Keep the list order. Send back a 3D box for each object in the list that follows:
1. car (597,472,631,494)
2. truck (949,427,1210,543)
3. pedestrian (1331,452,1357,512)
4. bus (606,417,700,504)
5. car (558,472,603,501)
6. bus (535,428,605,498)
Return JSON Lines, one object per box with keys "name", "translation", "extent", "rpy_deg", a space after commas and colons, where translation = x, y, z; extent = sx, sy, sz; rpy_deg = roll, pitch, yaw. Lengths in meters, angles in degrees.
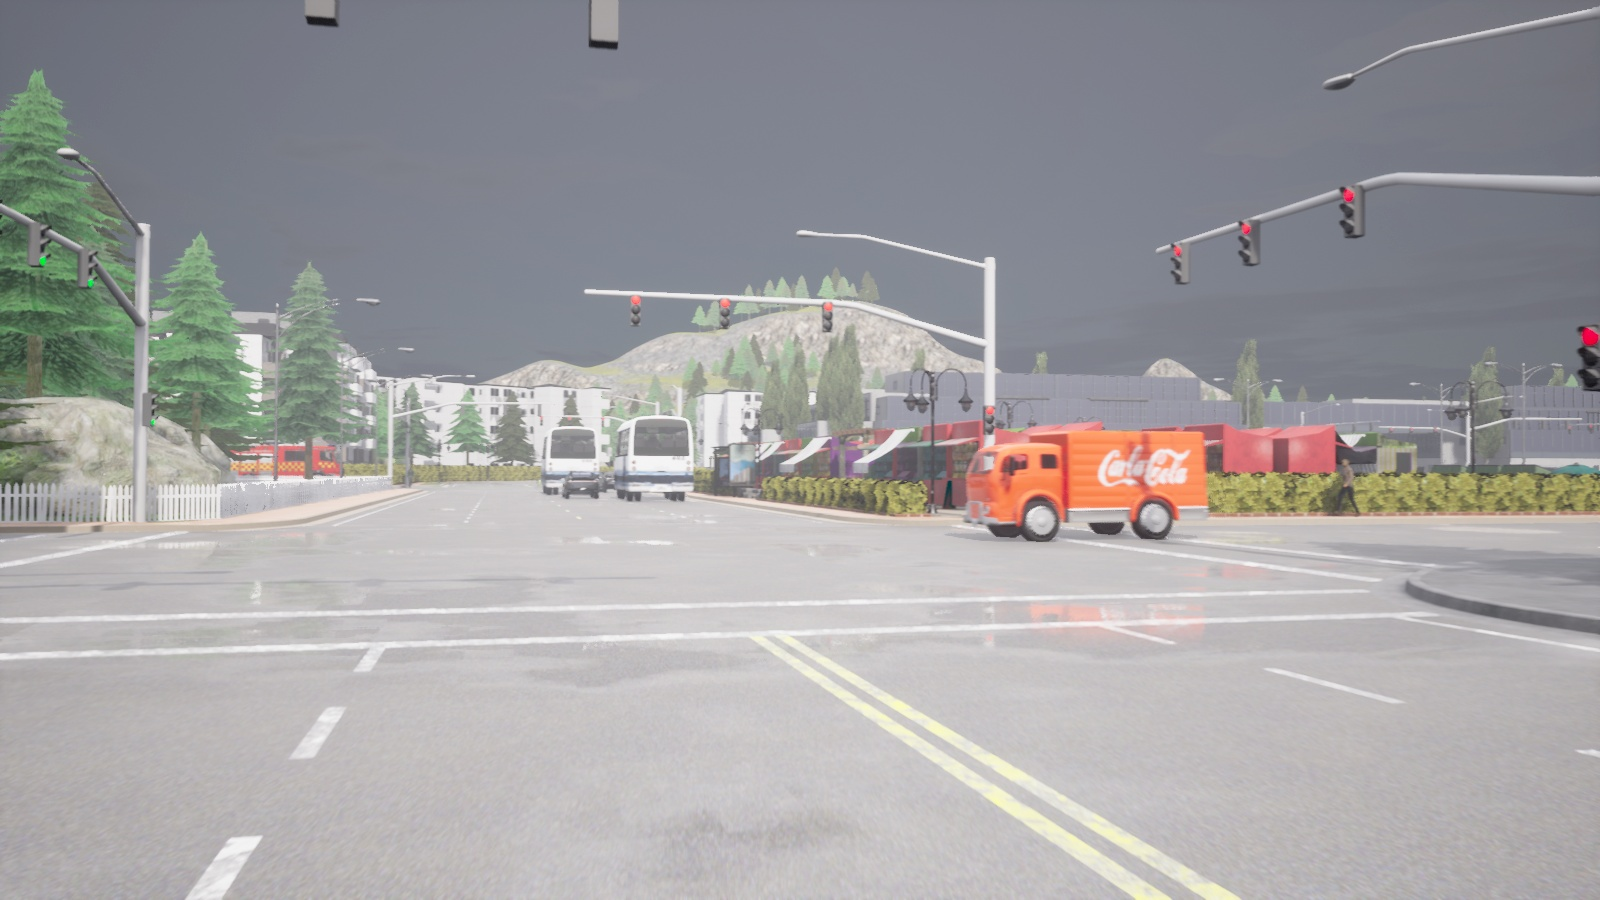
{"name": "car", "translation": [-13.170, 2.305, 88.734], "extent": [2.007, 1.525, 4.514], "rpy_deg": [0, -1, -13]}
{"name": "truck", "translation": [6.366, 0.754, 28.946], "extent": [5.204, 2.467, 2.627], "rpy_deg": [-1, -1, -14]}
{"name": "pedestrian", "translation": [16.802, 0.996, 38.773], "extent": [0.634, 1.846, 0.331], "rpy_deg": [0, -1, -15]}
{"name": "bus", "translation": [-8.024, 0.596, 66.976], "extent": [3.944, 4.253, 10.273], "rpy_deg": [0, -1, -13]}
{"name": "car", "translation": [-12.179, 1.986, 69.449], "extent": [2.128, 1.511, 4.902], "rpy_deg": [0, -1, -13]}
{"name": "bus", "translation": [-15.138, 0.875, 81.882], "extent": [3.944, 4.253, 10.273], "rpy_deg": [0, -1, -13]}
